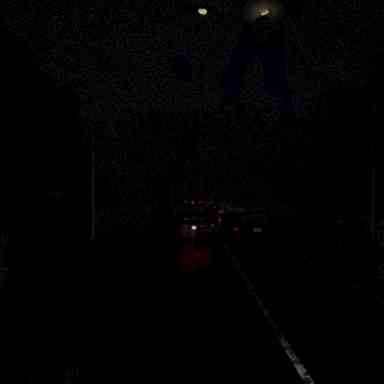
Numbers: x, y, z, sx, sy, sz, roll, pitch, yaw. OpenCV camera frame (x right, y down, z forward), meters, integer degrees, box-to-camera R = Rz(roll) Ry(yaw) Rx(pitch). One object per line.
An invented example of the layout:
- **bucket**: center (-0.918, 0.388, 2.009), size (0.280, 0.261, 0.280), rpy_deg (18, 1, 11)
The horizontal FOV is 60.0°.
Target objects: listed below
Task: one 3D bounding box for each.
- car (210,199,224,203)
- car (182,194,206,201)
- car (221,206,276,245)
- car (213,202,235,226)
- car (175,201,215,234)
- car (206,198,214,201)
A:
- **car**: center (2.627, 1.538, 26.219), size (1.887, 1.381, 4.507), rpy_deg (-1, 0, 0)
- **car**: center (0.099, 1.222, 37.537), size (2.150, 2.045, 5.566), rpy_deg (0, 0, 0)
- **car**: center (2.627, 1.557, 15.406), size (1.947, 1.339, 4.313), rpy_deg (-1, 0, 0)
- **car**: center (2.627, 1.542, 20.812), size (2.008, 1.369, 4.403), rpy_deg (-1, 0, 0)
- **car**: center (0.100, 1.498, 18.991), size (1.837, 1.490, 4.892), rpy_deg (0, 1, 0)
- **car**: center (2.627, 1.546, 31.625), size (2.008, 1.369, 4.403), rpy_deg (-1, 0, 0)
